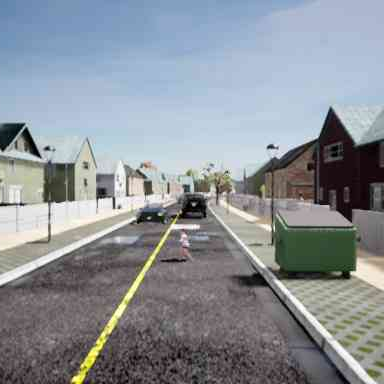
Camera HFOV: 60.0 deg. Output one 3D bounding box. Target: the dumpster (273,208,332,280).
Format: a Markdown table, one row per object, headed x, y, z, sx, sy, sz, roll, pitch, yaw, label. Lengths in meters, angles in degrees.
| x | y | z | sx | sy | sz | roll | pitch | yaw | label |
| --- | --- | --- | --- | --- | --- | --- | --- | --- | --- |
| 3.049 | 1.368 | 9.429 | 1.020 | 1.700 | 1.940 | 0 | 0 | 0 | dumpster |

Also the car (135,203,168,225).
| x | y | z | sx | sy | sz | roll | pitch | yaw | label |
| --- | --- | --- | --- | --- | --- | --- | --- | --- | --- |
| -2.752 | 1.494 | 23.587 | 1.994 | 1.385 | 4.181 | 0 | 0 | 0 | car |

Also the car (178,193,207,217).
| x | y | z | sx | sy | sz | roll | pitch | yaw | label |
| --- | --- | --- | --- | --- | --- | --- | --- | --- | --- |
| 0.200 | 1.134 | 30.238 | 2.150 | 2.045 | 5.566 | 0 | 1 | 1 | car |

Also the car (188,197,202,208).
| x | y | z | sx | sy | sz | roll | pitch | yaw | label |
| --- | --- | --- | --- | --- | --- | --- | --- | --- | --- |
| 0.499 | 1.387 | 46.092 | 1.812 | 1.442 | 4.674 | 0 | 0 | 2 | car |

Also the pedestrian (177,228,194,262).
| x | y | z | sx | sy | sz | roll | pitch | yaw | label |
| --- | --- | --- | --- | --- | --- | --- | --- | --- | --- |
| -0.204 | 1.644 | 10.567 | 0.500 | 1.100 | 0.500 | 0 | 0 | -6 | pedestrian |
